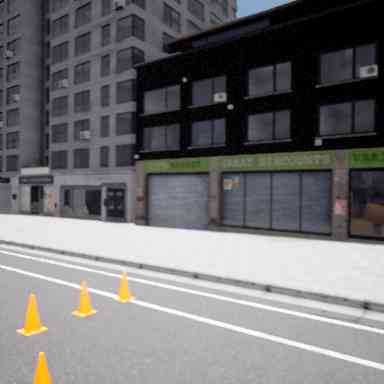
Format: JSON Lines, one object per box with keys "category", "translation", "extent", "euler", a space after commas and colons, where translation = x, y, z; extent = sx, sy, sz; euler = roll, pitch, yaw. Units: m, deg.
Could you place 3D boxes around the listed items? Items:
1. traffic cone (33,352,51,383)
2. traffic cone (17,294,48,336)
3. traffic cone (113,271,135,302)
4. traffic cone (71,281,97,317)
{"category": "traffic cone", "translation": [-1.565, 1.968, 3.464], "extent": [0.340, 0.580, 0.340], "euler": [0, 0, 36]}
{"category": "traffic cone", "translation": [-2.609, 1.975, 5.441], "extent": [0.340, 0.580, 0.340], "euler": [0, 0, 36]}
{"category": "traffic cone", "translation": [-1.444, 1.978, 7.067], "extent": [0.340, 0.580, 0.340], "euler": [0, 0, 36]}
{"category": "traffic cone", "translation": [-2.026, 1.977, 6.254], "extent": [0.340, 0.580, 0.340], "euler": [0, 0, 36]}
